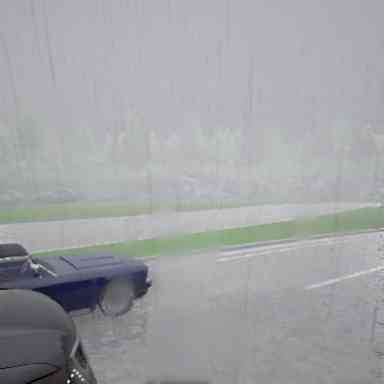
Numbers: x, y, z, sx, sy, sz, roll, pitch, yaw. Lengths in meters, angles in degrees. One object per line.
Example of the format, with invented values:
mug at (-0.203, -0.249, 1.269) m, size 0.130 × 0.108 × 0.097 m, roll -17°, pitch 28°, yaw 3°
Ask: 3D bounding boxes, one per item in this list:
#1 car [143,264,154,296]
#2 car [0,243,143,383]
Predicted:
car at (-3.077, 1.571, 5.714) m, size 4.718 × 1.301 × 1.895 m, roll 0°, pitch 0°, yaw -35°
car at (-3.214, 1.217, 1.346) m, size 5.566 × 2.045 × 2.150 m, roll 0°, pitch 0°, yaw -36°
